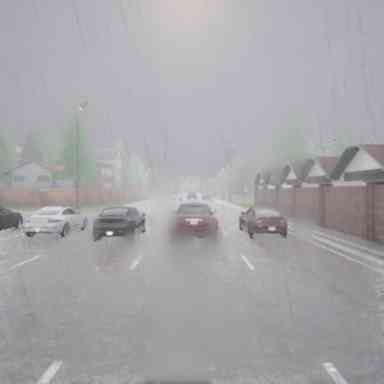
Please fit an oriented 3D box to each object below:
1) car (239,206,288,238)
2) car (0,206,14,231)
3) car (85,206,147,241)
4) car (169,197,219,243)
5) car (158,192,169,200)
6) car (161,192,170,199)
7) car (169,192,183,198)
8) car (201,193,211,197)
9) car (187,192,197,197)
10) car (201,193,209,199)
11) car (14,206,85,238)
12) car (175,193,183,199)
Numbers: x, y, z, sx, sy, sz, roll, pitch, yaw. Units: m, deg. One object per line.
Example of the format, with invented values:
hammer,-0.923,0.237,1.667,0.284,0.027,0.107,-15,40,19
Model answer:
car,3.581,1.461,17.186,1.812,1.442,4.674,0,0,0
car,-10.795,1.411,17.729,1.882,1.535,5.008,0,0,-7
car,-3.409,1.444,16.227,1.837,1.490,4.892,0,0,0
car,0.090,1.292,15.913,2.097,1.767,4.553,0,0,0
car,-7.008,1.235,78.352,2.033,1.411,5.357,0,0,0
car,-7.009,0.871,88.740,2.097,1.767,4.553,0,0,0
car,-3.508,0.920,78.382,2.150,2.045,5.566,0,0,0
car,3.492,1.050,78.738,2.097,1.767,4.553,0,0,0
car,-0.008,0.920,78.382,2.150,2.045,5.566,0,0,0
car,3.491,0.993,88.772,1.882,1.535,5.008,0,0,0
car,-6.918,1.461,17.199,1.812,1.442,4.674,0,0,0
car,-3.509,1.068,88.771,1.994,1.385,4.181,0,0,0
